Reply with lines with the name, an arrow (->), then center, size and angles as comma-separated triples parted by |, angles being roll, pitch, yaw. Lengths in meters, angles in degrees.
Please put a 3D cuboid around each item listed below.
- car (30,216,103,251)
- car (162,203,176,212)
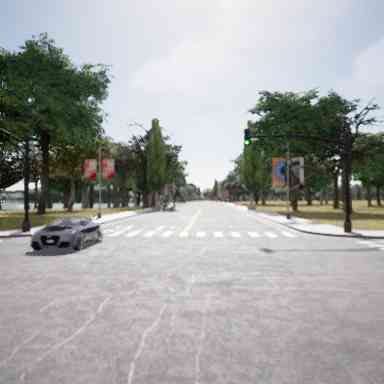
car -> -5.638, 1.830, 15.417 | 1.994, 1.385, 4.181 | 0, -1, 3
car -> -3.731, 2.475, 54.392 | 2.128, 1.511, 4.902 | 0, -1, 3
